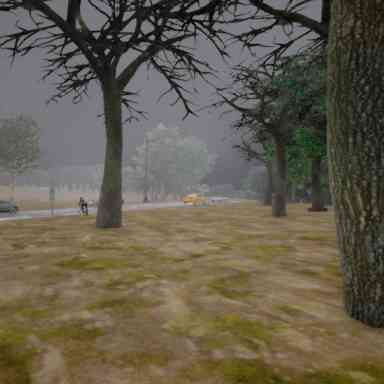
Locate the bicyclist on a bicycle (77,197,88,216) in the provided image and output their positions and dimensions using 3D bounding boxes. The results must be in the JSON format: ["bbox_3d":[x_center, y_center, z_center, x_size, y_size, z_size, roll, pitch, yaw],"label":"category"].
[{"bbox_3d":[-9.651,1.273,29.298,1.656,1.620,0.582,0,0,36],"label":"bicyclist on a bicycle"}]

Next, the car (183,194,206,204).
[{"bbox_3d":[0.484,1.068,51.629,1.882,1.535,5.008,1,1,28],"label":"car"}]

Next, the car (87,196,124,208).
[{"bbox_3d":[-10.303,1.090,39.678,2.128,1.511,4.902,2,2,33],"label":"car"}]

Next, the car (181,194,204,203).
[{"bbox_3d":[0.134,1.065,57.490,1.837,1.490,4.892,1,0,27],"label":"car"}]

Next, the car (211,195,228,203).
[{"bbox_3d":[5.121,1.265,60.982,1.895,1.301,4.718,1,0,24],"label":"car"}]

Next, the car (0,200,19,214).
[{"bbox_3d":[-17.652,1.326,29.376,1.994,1.385,4.181,2,2,37],"label":"car"}]
